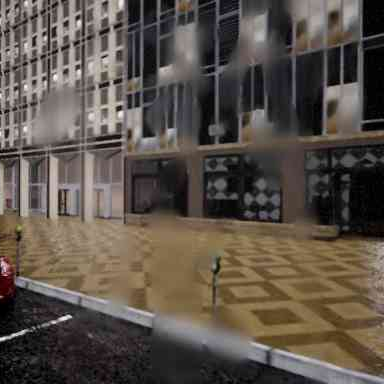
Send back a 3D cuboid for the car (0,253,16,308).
[{"bbox_3d":[-5.385,1.459,6.698,4.097,1.590,1.967,0,0,35],"label":"car"}]
